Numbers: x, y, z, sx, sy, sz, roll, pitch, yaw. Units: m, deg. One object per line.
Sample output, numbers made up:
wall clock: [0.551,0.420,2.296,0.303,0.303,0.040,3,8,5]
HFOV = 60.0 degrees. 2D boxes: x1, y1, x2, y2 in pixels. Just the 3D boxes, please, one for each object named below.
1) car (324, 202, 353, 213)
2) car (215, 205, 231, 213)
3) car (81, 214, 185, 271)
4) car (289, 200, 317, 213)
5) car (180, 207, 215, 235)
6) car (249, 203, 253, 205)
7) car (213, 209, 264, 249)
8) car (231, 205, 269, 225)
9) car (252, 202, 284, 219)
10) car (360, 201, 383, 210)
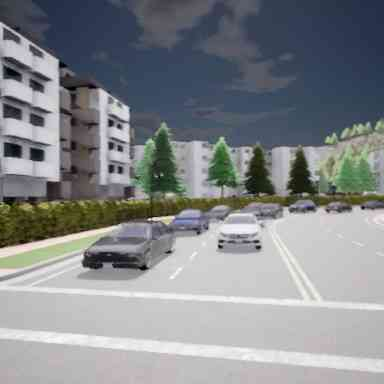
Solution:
car: [18.626,1.922,42.146,2.033,1.411,5.357,-2,-1,45]
car: [2.820,1.946,30.903,1.812,1.442,4.674,-1,-1,23]
car: [-1.906,1.756,12.080,2.033,1.411,5.357,-1,-1,11]
car: [14.236,1.797,42.783,2.097,1.767,4.553,-2,-1,42]
car: [-0.009,1.844,21.334,1.812,1.442,4.674,-1,-1,13]
car: [7.744,1.966,40.024,1.882,1.535,5.008,-1,-1,35]
car: [2.342,1.731,15.717,1.812,1.442,4.674,-1,-1,11]
car: [4.310,1.868,24.248,1.994,1.385,4.181,-1,-1,16]
car: [8.028,1.898,33.742,1.837,1.490,4.892,-1,-1,29]
car: [26.706,1.927,48.757,4.181,1.385,1.994,0,-1,-28]
